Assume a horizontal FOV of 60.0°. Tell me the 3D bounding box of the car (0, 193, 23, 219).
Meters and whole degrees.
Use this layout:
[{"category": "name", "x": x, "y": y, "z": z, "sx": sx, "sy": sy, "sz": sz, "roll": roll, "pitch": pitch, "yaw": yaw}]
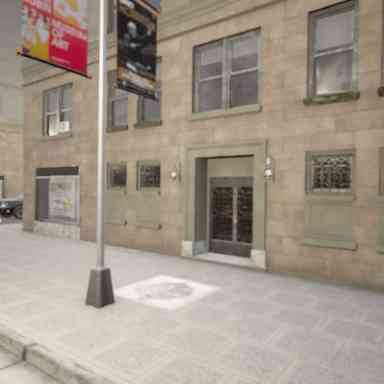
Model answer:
[{"category": "car", "x": -11.301, "y": 0.819, "z": 24.456, "sx": 2.150, "sy": 2.045, "sz": 5.566, "roll": 1, "pitch": 0, "yaw": 36}]
